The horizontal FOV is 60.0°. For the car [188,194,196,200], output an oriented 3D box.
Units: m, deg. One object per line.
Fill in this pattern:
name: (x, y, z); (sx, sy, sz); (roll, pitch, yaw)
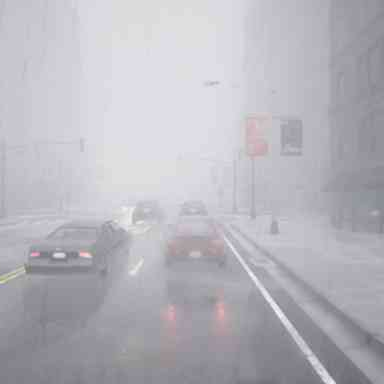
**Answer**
car: (-0.020, 1.320, 85.204); (2.128, 1.511, 4.902); (0, 0, 0)

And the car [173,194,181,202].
car: (-3.267, 1.517, 75.200); (1.994, 1.385, 4.181); (0, 0, 0)

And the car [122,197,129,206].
car: (-9.831, 1.483, 53.045); (2.128, 1.511, 4.902); (0, 0, 0)

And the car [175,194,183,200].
car: (-3.270, 1.335, 85.203); (2.033, 1.411, 5.357); (0, 0, 0)

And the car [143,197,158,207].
car: (-6.582, 1.516, 52.744); (1.812, 1.442, 4.674); (0, 0, 0)

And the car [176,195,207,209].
car: (0.095, 1.350, 25.246); (2.097, 1.767, 4.553); (0, 0, 0)

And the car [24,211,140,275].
car: (-3.152, 1.551, 10.396); (2.033, 1.411, 5.357); (0, 0, 0)

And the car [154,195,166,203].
car: (-6.517, 1.457, 67.965); (1.882, 1.535, 5.008); (0, 0, 0)

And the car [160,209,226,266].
car: (0.100, 1.530, 11.384); (1.812, 1.442, 4.674); (0, 0, 0)

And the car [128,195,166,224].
car: (-3.159, 1.352, 25.146); (2.097, 1.767, 4.553); (0, 0, 0)

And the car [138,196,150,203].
car: (-9.767, 1.533, 68.137); (1.994, 1.385, 4.181); (0, 0, 0)
